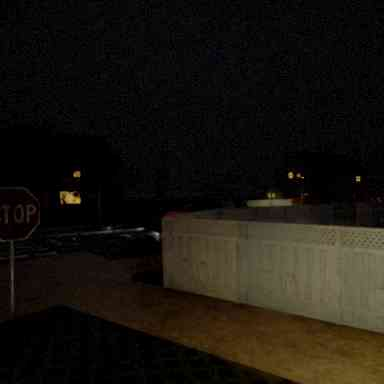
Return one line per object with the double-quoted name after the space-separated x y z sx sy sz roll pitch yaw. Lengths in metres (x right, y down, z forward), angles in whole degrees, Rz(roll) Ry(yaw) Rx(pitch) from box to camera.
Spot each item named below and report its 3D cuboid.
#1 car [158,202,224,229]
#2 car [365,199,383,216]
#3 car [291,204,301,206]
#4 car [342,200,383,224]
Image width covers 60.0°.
0.164 1.422 20.319 4.553 1.767 2.097 0 -1 -34 "car"
19.609 1.514 33.035 4.902 1.511 2.128 -1 0 -31 "car"
8.409 1.618 25.872 4.181 1.385 1.994 0 -1 -33 "car"
11.936 1.501 24.813 4.902 1.511 2.128 0 -1 -33 "car"
